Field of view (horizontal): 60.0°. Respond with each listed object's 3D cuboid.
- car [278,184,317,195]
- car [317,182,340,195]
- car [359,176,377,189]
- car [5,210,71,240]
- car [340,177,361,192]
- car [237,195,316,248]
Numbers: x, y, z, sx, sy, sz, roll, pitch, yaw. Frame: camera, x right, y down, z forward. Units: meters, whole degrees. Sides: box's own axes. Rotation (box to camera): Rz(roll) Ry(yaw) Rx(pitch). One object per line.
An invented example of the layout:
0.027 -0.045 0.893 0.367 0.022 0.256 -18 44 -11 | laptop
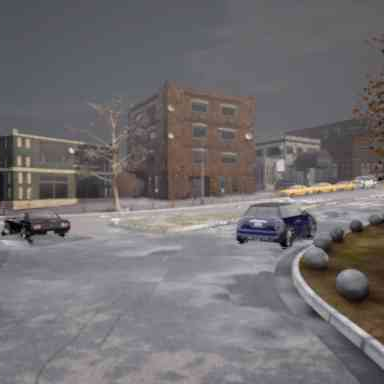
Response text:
13.537 -0.158 43.587 5.366 1.575 1.946 -5 3 -35 | car
18.057 -0.531 46.738 5.366 1.575 1.946 -5 3 -35 | car
27.309 -1.539 53.211 5.566 2.045 2.435 -5 3 -35 | car
-7.984 1.582 16.914 1.895 1.301 4.718 0 0 -42 | car
22.573 -0.902 49.899 5.366 1.575 1.946 -5 3 -35 | car
3.775 1.206 14.396 2.097 1.767 4.553 0 1 36 | car
